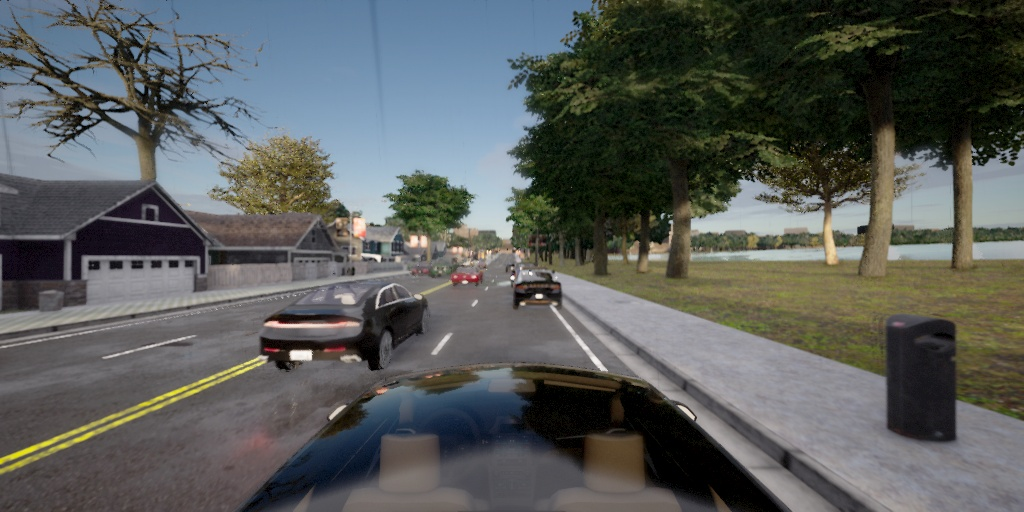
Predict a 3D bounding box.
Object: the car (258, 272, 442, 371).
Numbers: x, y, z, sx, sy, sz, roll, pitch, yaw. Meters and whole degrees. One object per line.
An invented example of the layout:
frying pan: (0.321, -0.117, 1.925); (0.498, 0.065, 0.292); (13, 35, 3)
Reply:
car: (-3.147, 1.280, 7.786); (2.128, 1.511, 4.902); (0, 0, 0)

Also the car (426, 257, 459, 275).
car: (-6.591, 1.132, 35.698); (2.150, 2.045, 5.566); (0, -1, 0)

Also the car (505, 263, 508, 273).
car: (0.031, 1.584, 51.017); (1.837, 1.490, 4.892); (0, -1, 0)

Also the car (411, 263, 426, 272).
car: (-9.837, 1.515, 40.226); (1.994, 1.385, 4.181); (0, -1, 0)

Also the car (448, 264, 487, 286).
car: (-3.146, 1.451, 26.176); (1.895, 1.301, 4.718); (0, 0, 0)

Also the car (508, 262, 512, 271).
car: (0.978, 1.197, 25.258); (2.097, 1.767, 4.553); (0, 0, 0)

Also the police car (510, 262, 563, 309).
police car: (0.977, 1.240, 15.397); (1.930, 1.638, 5.238); (0, 0, 0)
